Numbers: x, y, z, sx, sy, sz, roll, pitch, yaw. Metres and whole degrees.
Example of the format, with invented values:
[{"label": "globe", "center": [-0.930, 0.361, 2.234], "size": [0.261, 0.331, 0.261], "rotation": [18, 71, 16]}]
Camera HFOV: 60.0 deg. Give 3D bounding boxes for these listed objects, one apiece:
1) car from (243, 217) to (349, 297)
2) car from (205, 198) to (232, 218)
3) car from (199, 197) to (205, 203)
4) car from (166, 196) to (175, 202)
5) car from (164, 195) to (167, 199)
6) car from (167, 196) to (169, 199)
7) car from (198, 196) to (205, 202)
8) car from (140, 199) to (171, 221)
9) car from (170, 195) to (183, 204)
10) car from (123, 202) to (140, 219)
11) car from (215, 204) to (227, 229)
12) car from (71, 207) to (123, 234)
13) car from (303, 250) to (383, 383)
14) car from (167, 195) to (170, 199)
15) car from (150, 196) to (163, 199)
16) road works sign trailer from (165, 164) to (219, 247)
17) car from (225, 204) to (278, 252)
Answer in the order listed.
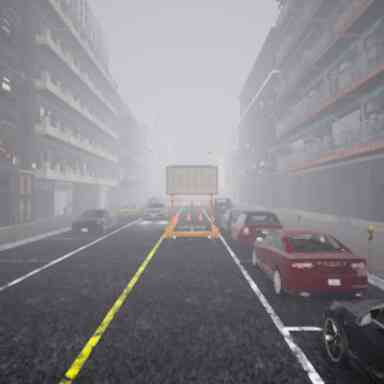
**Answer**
[{"label": "car", "center": [2.693, 1.583, 8.526], "size": [1.887, 1.381, 4.507], "rotation": [0, 0, 0]}, {"label": "car", "center": [2.694, 1.448, 31.072], "size": [2.192, 1.841, 5.009], "rotation": [0, 0, 0]}, {"label": "car", "center": [2.694, 1.861, 81.969], "size": [1.752, 1.417, 4.829], "rotation": [0, 0, 0]}, {"label": "car", "center": [-5.686, 1.797, 87.439], "size": [1.967, 1.590, 4.097], "rotation": [0, 0, 0]}, {"label": "car", "center": [-5.686, 1.540, 53.622], "size": [2.192, 1.841, 5.009], "rotation": [0, 0, 0]}, {"label": "car", "center": [-5.687, 1.829, 59.258], "size": [1.802, 1.307, 4.206], "rotation": [0, 0, 0]}, {"label": "car", "center": [2.695, 1.922, 93.071], "size": [1.887, 1.381, 4.507], "rotation": [0, 0, 0]}, {"label": "car", "center": [-3.097, 1.651, 29.088], "size": [1.812, 1.442, 4.674], "rotation": [0, 0, 0]}, {"label": "car", "center": [-2.998, 1.633, 69.935], "size": [2.097, 1.767, 4.553], "rotation": [0, 0, 0]}, {"label": "car", "center": [-5.688, 1.659, 30.905], "size": [1.752, 1.417, 4.829], "rotation": [0, 0, 0]}, {"label": "car", "center": [2.693, 1.637, 19.798], "size": [2.008, 1.369, 4.403], "rotation": [0, 0, 0]}, {"label": "car", "center": [-5.688, 1.653, 19.801], "size": [1.947, 1.339, 4.313], "rotation": [0, 0, 0]}, {"label": "car", "center": [2.692, 1.579, 2.889], "size": [1.947, 1.339, 4.313], "rotation": [0, 0, 0]}, {"label": "car", "center": [-5.685, 1.650, 81.804], "size": [2.192, 1.841, 5.009], "rotation": [0, 0, 0]}, {"label": "car", "center": [-5.687, 1.643, 47.985], "size": [1.967, 1.590, 4.097], "rotation": [0, 0, 0]}, {"label": "road works sign trailer", "center": [0.001, 0.532, 15.300], "size": [2.380, 3.560, 2.880], "rotation": [0, 0, 0]}, {"label": "car", "center": [2.693, 1.503, 14.163], "size": [1.967, 1.590, 4.097], "rotation": [0, 0, 0]}]
